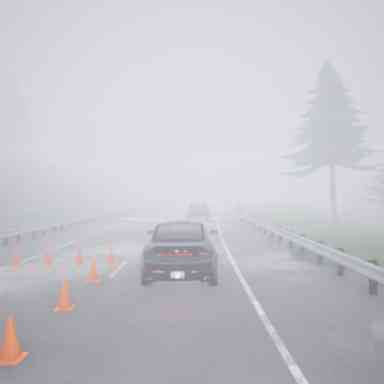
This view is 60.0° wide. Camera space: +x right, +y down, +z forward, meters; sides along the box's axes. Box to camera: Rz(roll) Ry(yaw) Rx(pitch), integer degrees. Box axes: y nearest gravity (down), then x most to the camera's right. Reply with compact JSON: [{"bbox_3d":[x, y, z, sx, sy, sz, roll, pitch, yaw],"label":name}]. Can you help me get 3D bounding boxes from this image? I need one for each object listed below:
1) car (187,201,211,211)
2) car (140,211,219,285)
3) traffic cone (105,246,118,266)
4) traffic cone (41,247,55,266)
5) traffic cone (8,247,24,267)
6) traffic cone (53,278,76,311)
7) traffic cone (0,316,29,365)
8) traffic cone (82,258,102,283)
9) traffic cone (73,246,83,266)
[{"bbox_3d":[0.650,1.577,29.585,2.128,1.511,4.902,-1,0,5],"label":"car"},{"bbox_3d":[-0.288,1.537,9.551,1.837,1.490,4.892,-1,0,1],"label":"car"},{"bbox_3d":[-2.557,2.009,10.546,0.340,0.580,0.340,0,0,-1],"label":"traffic cone"},{"bbox_3d":[-4.556,2.026,10.519,0.340,0.580,0.340,0,0,-1],"label":"traffic cone"},{"bbox_3d":[-5.556,2.034,10.505,0.340,0.580,0.340,0,0,-1],"label":"traffic cone"},{"bbox_3d":[-2.502,1.997,6.547,0.340,0.580,0.340,0,0,-1],"label":"traffic cone"},{"bbox_3d":[-2.475,1.990,4.547,0.340,0.580,0.340,0,0,-1],"label":"traffic cone"},{"bbox_3d":[-2.529,2.003,8.546,0.340,0.580,0.340,0,0,-1],"label":"traffic cone"},{"bbox_3d":[-3.556,2.018,10.532,0.340,0.580,0.340,0,0,-1],"label":"traffic cone"}]
